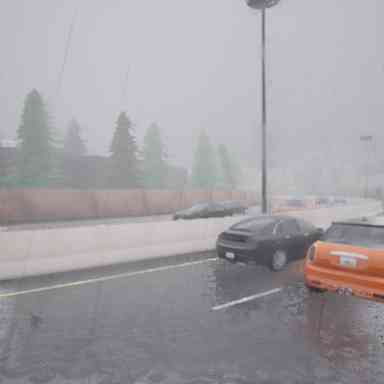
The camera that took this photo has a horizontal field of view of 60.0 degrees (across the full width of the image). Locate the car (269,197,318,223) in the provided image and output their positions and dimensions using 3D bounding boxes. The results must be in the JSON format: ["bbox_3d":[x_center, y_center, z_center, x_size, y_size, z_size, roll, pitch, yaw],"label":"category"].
[{"bbox_3d":[8.033,1.350,26.062,2.097,1.767,4.553,0,0,40],"label":"car"}]

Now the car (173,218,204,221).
[{"bbox_3d":[0.863,1.507,23.470,1.882,1.535,5.008,0,0,45],"label":"car"}]

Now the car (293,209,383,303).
[{"bbox_3d":[4.618,1.342,7.726,4.553,1.767,2.097,0,0,-40],"label":"car"}]

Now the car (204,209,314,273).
[{"bbox_3d":[2.908,1.507,10.824,4.892,1.490,1.837,0,0,-40],"label":"car"}]
